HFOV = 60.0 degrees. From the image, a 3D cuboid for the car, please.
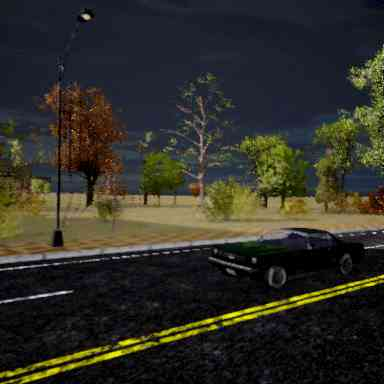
[{"bbox_3d":[2.809,1.714,9.517,4.718,1.301,1.895,1,-1,-34],"label":"car"}]
